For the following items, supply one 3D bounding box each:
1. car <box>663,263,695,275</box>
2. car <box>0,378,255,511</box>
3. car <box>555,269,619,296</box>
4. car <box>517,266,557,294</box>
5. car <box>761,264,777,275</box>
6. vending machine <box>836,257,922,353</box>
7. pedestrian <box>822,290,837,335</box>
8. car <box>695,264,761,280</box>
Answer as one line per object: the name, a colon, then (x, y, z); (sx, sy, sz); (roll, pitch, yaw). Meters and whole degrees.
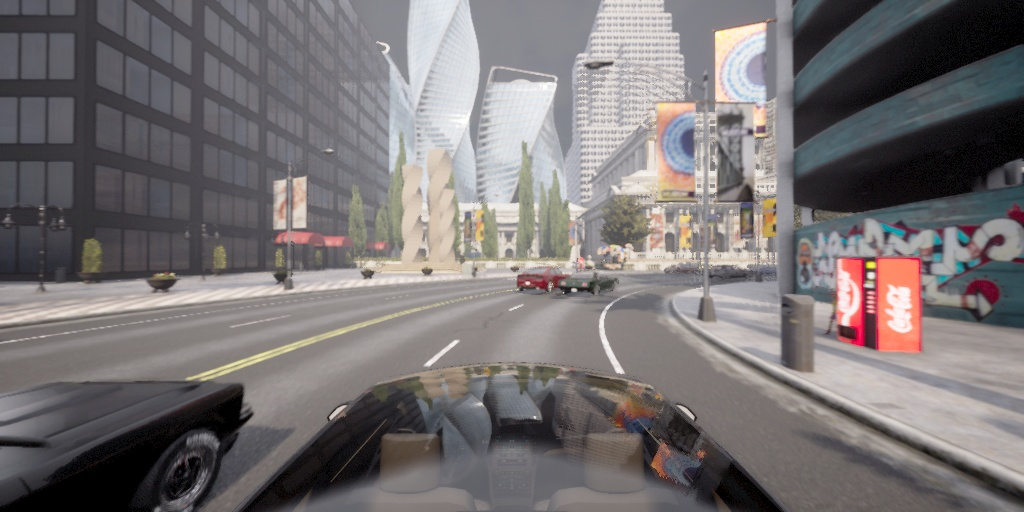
car: (21.616, 1.654, 45.706); (4.674, 1.442, 1.812); (0, -1, -16)
car: (-3.367, 1.342, 1.214); (1.895, 1.301, 4.718); (0, 0, 0)
car: (4.536, 1.513, 20.582); (1.895, 1.301, 4.718); (0, -1, 35)
car: (2.106, 1.393, 22.214); (1.882, 1.535, 5.008); (-1, -1, 30)
car: (30.734, 1.676, 43.980); (5.357, 1.411, 2.033); (0, 0, -5)
vending machine: (7.771, 1.004, 7.646); (1.100, 2.100, 0.880); (0, 0, 10)
pedestrian: (7.739, 1.336, 8.477); (0.500, 1.100, 0.500); (0, 0, 12)
car: (21.055, 1.597, 34.979); (5.357, 1.411, 2.033); (0, -1, -17)
